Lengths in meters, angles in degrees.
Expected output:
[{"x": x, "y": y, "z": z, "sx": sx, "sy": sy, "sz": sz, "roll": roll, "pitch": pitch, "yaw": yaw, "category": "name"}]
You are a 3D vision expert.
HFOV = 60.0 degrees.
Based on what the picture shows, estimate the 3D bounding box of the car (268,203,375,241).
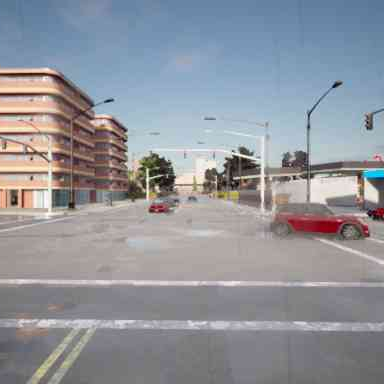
[{"x": 6.151, "y": 1.340, "z": 16.376, "sx": 4.553, "sy": 1.767, "sz": 2.097, "roll": 0, "pitch": 0, "yaw": 19, "category": "car"}]

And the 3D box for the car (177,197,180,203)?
[{"x": -3.506, "y": 1.599, "z": 66.558, "sx": 1.895, "sy": 1.301, "sz": 4.718, "roll": 0, "pitch": 0, "yaw": 0, "category": "car"}]

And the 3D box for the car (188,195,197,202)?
[{"x": 0.022, "y": 1.337, "z": 70.785, "sx": 1.812, "sy": 1.442, "sz": 4.674, "roll": 0, "pitch": 0, "yaw": 0, "category": "car"}]

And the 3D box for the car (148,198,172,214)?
[{"x": -3.588, "y": 1.599, "z": 35.929, "sx": 1.895, "sy": 1.301, "sz": 4.718, "roll": 0, "pitch": 0, "yaw": 0, "category": "car"}]

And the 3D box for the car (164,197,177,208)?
[{"x": -3.581, "y": 1.502, "z": 48.969, "sx": 1.837, "sy": 1.490, "sz": 4.892, "roll": 0, "pitch": 0, "yaw": 0, "category": "car"}]

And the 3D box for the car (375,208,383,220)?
[{"x": 16.543, "y": 1.600, "z": 26.403, "sx": 4.718, "sy": 1.301, "sz": 1.895, "roll": 0, "pitch": 0, "yaw": 1, "category": "car"}]
